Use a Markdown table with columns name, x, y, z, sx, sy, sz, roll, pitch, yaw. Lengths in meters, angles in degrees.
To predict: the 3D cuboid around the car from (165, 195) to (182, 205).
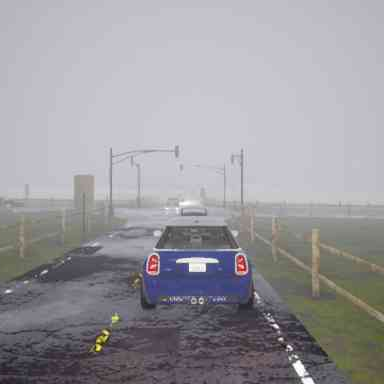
| name | x | y | z | sx | sy | sz | roll | pitch | yaw |
| --- | --- | --- | --- | --- | --- | --- | --- | --- | --- |
| car | -2.887 | 1.527 | 50.206 | 1.812 | 1.442 | 4.674 | 0 | 0 | 0 |

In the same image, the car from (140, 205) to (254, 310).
| name | x | y | z | sx | sy | sz | roll | pitch | yaw |
| --- | --- | --- | --- | --- | --- | --- | --- | --- | --- |
| car | 0.096 | 1.351 | 7.990 | 2.097 | 1.767 | 4.553 | 0 | 0 | 0 |

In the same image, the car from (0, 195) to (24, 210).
| name | x | y | z | sx | sy | sz | roll | pitch | yaw |
| --- | --- | --- | --- | --- | --- | --- | --- | --- | --- |
| car | -21.052 | 1.105 | 36.272 | 5.008 | 1.535 | 1.882 | 1 | 0 | 0 |

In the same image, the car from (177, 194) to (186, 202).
| name | x | y | z | sx | sy | sz | roll | pitch | yaw |
| --- | --- | --- | --- | --- | --- | --- | --- | --- | --- |
| car | -2.763 | 1.570 | 67.850 | 1.994 | 1.385 | 4.181 | 0 | 0 | 1 |

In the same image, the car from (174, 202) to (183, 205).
| name | x | y | z | sx | sy | sz | roll | pitch | yaw |
| --- | --- | --- | --- | --- | --- | --- | --- | --- | --- |
| car | 0.092 | 1.504 | 17.155 | 1.837 | 1.490 | 4.892 | 0 | 0 | 0 |
